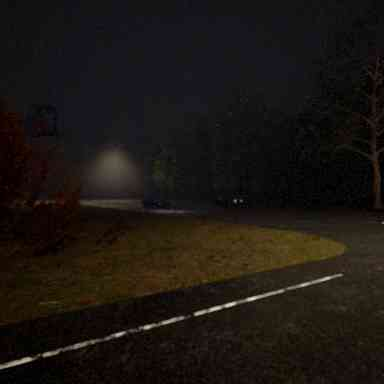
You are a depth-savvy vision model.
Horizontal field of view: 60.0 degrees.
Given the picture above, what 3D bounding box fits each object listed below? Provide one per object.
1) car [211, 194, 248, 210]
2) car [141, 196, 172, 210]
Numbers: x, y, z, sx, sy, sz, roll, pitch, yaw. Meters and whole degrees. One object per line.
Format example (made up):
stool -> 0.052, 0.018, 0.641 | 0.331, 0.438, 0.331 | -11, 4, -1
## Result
car -> 4.206, 1.047, 38.031 | 2.097, 1.767, 4.553 | 0, 1, -34
car -> -4.091, 1.182, 37.790 | 1.882, 1.535, 5.008 | 0, 1, -34
